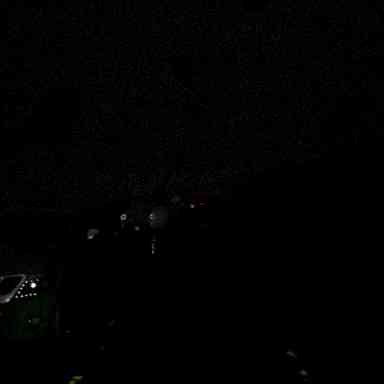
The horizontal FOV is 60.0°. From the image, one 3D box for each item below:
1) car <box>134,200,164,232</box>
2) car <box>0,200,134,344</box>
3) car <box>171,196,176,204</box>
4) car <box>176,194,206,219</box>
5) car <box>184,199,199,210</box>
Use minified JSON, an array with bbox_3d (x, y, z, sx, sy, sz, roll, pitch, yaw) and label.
[{"bbox_3d":[-2.881,1.336,19.722,2.097,1.767,4.553,0,0,0],"label":"car"},{"bbox_3d":[-2.857,1.219,6.760,2.150,2.045,5.566,0,0,1],"label":"car"},{"bbox_3d":[-2.940,1.490,62.873,1.812,1.442,4.674,0,0,0],"label":"car"},{"bbox_3d":[0.028,1.201,28.589,2.150,2.045,5.566,0,0,0],"label":"car"},{"bbox_3d":[-0.018,1.571,44.315,1.895,1.301,4.718,0,0,0],"label":"car"}]
